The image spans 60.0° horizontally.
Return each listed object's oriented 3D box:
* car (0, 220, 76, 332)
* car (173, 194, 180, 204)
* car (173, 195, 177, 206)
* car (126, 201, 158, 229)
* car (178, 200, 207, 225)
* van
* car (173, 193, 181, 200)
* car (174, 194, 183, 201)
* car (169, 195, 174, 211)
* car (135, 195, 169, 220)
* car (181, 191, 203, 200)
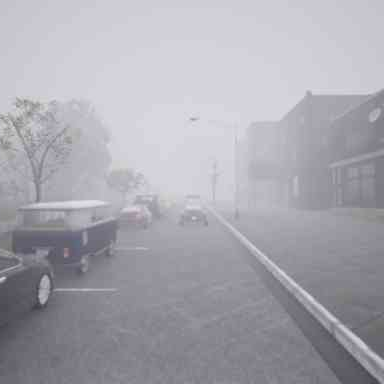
[{"bbox_3d":[-3.650,1.475,4.792,2.231,1.521,4.892,0,1,-2],"label":"car"},{"bbox_3d":[-3.590,1.480,53.878,1.946,1.575,5.366,0,0,2],"label":"car"},{"bbox_3d":[-3.608,1.477,43.625,2.097,1.535,5.008,0,0,2],"label":"car"},{"bbox_3d":[-3.632,1.525,21.448,2.002,1.452,4.674,0,0,0],"label":"car"},{"bbox_3d":[0.121,1.503,23.569,1.812,1.442,4.674,0,0,0],"label":"car"},{"bbox_3d":[-3.638,1.268,10.477,1.878,1.987,4.442,0,0,2],"label":"van"},{"bbox_3d":[-3.591,1.500,60.259,2.097,1.535,5.008,0,0,2],"label":"car"},{"bbox_3d":[-3.563,1.338,87.964,2.185,1.767,4.553,0,1,2],"label":"car"},{"bbox_3d":[-3.613,1.463,38.077,2.097,1.535,5.008,0,0,2],"label":"car"},{"bbox_3d":[-3.625,1.243,28.193,2.435,2.045,5.566,0,0,1],"label":"car"},{"bbox_3d":[0.136,1.198,40.314,2.150,2.045,5.566,0,0,0],"label":"car"}]
